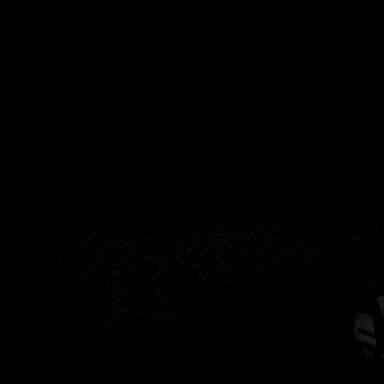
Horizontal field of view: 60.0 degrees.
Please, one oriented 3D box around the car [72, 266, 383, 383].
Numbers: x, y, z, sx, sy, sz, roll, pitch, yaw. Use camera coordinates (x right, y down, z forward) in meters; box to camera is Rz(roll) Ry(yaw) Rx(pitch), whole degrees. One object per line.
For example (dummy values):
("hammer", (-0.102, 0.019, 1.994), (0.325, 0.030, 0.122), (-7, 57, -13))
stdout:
("car", (1.008, 1.540, 3.223), (4.313, 1.339, 1.947), (0, 1, -34))
